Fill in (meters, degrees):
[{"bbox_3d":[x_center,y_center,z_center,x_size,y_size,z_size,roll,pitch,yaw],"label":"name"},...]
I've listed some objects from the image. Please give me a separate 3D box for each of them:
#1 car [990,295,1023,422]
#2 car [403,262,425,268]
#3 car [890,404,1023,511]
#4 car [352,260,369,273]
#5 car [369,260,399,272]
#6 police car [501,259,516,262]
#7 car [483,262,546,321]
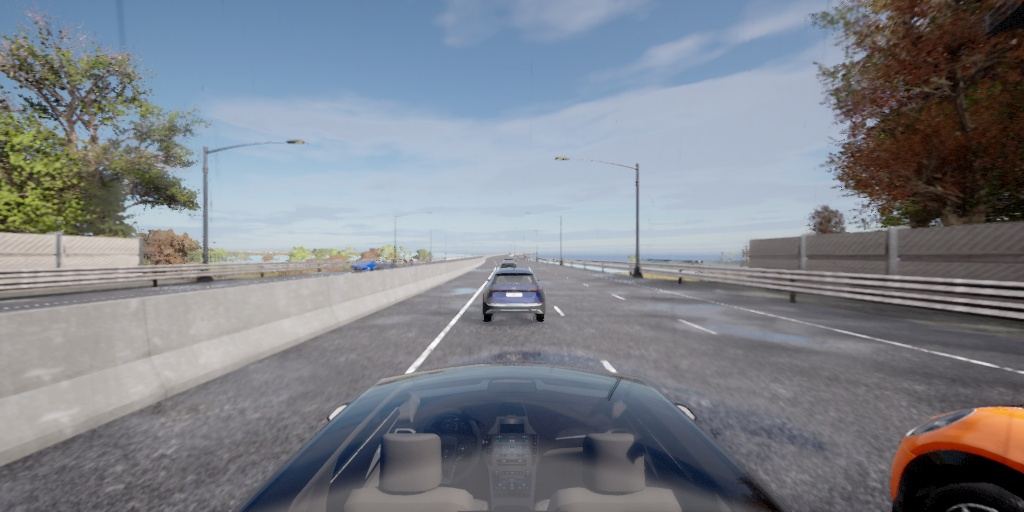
[{"bbox_3d":[7.093,1.253,2.183,1.837,1.490,4.892,0,0,0],"label":"car"},{"bbox_3d":[-11.057,1.338,41.211,1.895,1.301,4.718,0,0,-1],"label":"car"},{"bbox_3d":[3.591,1.100,0.480,2.097,1.767,4.553,0,0,0],"label":"car"},{"bbox_3d":[-18.131,1.213,44.711,1.882,1.535,5.008,0,0,-1],"label":"car"},{"bbox_3d":[-14.566,1.301,41.712,1.994,1.385,4.181,0,0,-1],"label":"car"},{"bbox_3d":[-0.424,1.157,43.760,1.930,1.638,5.238,0,0,-1],"label":"police car"},{"bbox_3d":[0.054,1.179,12.529,2.033,1.649,4.856,0,0,0],"label":"car"}]
